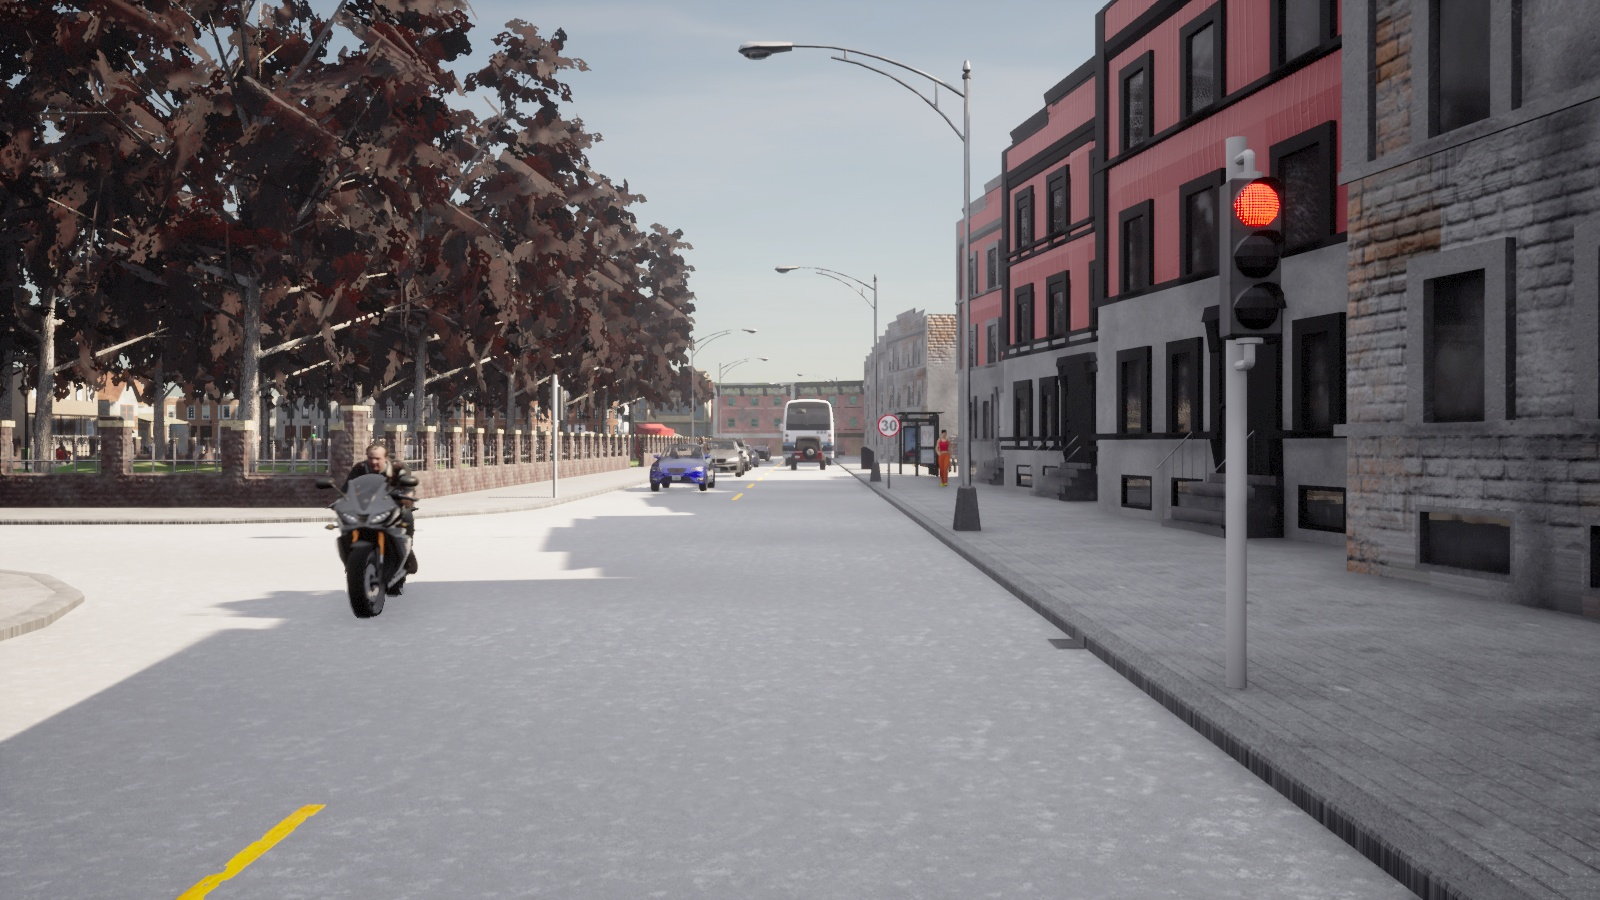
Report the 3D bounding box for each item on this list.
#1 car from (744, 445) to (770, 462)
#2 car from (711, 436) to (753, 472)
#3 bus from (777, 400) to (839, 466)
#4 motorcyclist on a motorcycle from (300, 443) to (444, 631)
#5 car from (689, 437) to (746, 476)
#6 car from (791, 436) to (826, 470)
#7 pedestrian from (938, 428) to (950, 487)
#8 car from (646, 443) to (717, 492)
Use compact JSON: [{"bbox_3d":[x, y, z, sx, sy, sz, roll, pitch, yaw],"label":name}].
[{"bbox_3d":[-3.376,0.284,99.234,1.895,1.301,4.718,0,0,0],"label":"car"},{"bbox_3d":[-3.560,0.187,66.136,1.932,1.855,4.605,0,0,1],"label":"car"},{"bbox_3d":[0.553,-1.109,84.966,3.944,4.253,10.273,0,0,0],"label":"bus"},{"bbox_3d":[-3.854,0.713,11.505,0.866,1.530,2.191,-1,0,-9],"label":"motorcyclist on a motorcycle"},{"bbox_3d":[-3.627,0.270,56.252,2.242,1.667,4.611,0,0,0],"label":"car"},{"bbox_3d":[0.463,0.148,69.934,1.905,1.878,3.866,0,0,0],"label":"car"},{"bbox_3d":[4.526,0.237,39.482,0.345,1.836,0.594,0,0,12],"label":"pedestrian"},{"bbox_3d":[-3.717,0.530,40.145,1.816,1.474,4.193,0,0,1],"label":"car"}]
